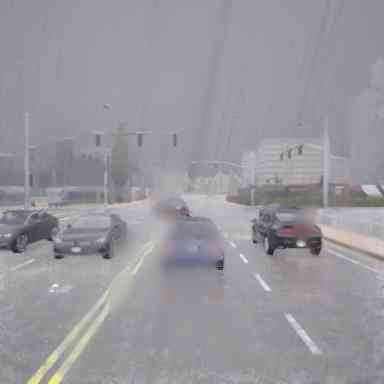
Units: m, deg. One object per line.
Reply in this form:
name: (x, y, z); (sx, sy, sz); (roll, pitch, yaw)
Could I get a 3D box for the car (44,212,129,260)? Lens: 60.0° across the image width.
car: (-3.576, 1.528, 12.611); (1.812, 1.442, 4.674); (0, 0, 0)

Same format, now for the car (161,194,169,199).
car: (-7.009, 1.155, 87.549); (1.812, 1.442, 4.674); (0, 0, 0)

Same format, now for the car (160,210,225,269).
car: (0.044, 1.550, 11.114); (2.033, 1.411, 5.357); (0, 0, 0)

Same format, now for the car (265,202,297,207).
car: (7.857, 1.569, 28.663); (4.181, 1.385, 1.994); (0, 0, -32)

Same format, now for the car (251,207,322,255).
car: (3.560, 1.502, 13.215); (1.837, 1.490, 4.892); (0, -2, 0)

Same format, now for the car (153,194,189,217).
car: (-1.923, 1.356, 29.210); (2.097, 1.767, 4.553); (0, 0, -22)

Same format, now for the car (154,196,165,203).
car: (-7.008, 1.538, 72.085); (1.812, 1.442, 4.674); (0, 0, 0)

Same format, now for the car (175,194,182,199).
car: (-3.509, 1.155, 87.549); (1.812, 1.442, 4.674); (0, 0, 0)

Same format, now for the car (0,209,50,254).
car: (-7.073, 1.495, 13.600); (2.128, 1.511, 4.902); (0, 0, 0)
